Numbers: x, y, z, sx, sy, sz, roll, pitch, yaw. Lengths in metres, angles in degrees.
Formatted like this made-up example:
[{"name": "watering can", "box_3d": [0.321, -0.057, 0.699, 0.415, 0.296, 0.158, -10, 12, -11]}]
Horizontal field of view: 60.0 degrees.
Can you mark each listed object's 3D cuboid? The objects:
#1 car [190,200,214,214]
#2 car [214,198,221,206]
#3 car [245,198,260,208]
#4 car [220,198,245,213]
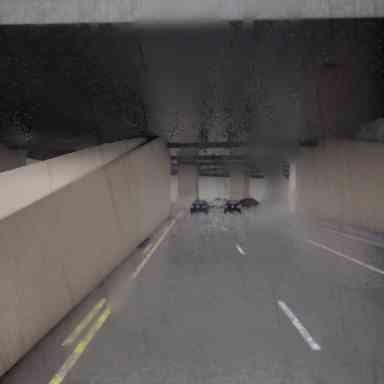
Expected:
[{"name": "car", "box_3d": [0.902, 1.553, 36.295, 2.033, 1.411, 5.357, 0, 0, 7]}, {"name": "car", "box_3d": [4.261, 1.541, 47.860, 1.812, 1.442, 4.674, 0, 0, 29]}, {"name": "car", "box_3d": [8.202, 1.552, 47.776, 1.812, 1.442, 4.674, 0, 0, 32]}, {"name": "car", "box_3d": [4.432, 1.563, 36.542, 2.033, 1.411, 5.357, 0, 0, 6]}]
